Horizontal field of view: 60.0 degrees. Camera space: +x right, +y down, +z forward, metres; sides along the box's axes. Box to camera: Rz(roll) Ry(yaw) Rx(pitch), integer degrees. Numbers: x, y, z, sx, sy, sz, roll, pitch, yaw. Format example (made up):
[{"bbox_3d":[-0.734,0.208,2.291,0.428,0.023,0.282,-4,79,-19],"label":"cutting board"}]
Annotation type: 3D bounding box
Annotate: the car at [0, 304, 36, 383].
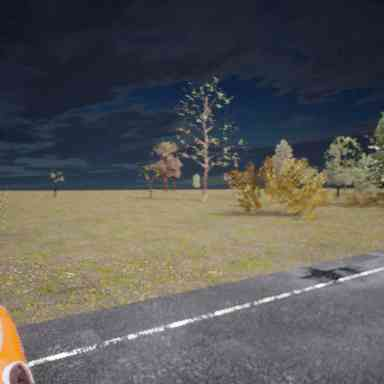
[{"bbox_3d":[-3.253,1.396,1.685,4.553,1.767,2.097,-1,0,-34],"label":"car"}]
